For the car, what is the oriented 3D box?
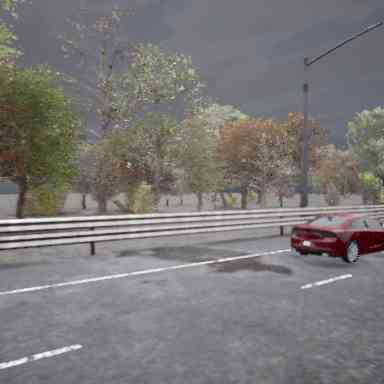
[{"bbox_3d":[5.706,1.507,12.091,5.008,1.535,1.882,0,0,-35],"label":"car"}]
